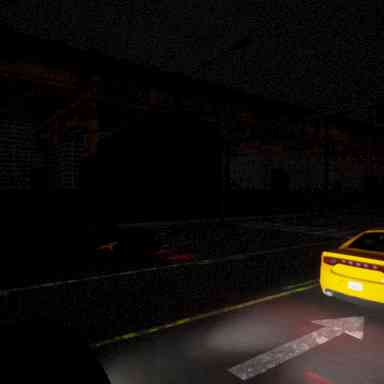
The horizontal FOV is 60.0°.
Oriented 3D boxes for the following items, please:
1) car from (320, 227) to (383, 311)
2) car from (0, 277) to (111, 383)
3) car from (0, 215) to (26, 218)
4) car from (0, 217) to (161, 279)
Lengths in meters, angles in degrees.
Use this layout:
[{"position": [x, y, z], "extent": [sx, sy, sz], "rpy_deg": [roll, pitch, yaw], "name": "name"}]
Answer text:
[{"position": [4.840, 1.476, 7.180], "extent": [5.008, 1.535, 1.882], "rpy_deg": [0, 0, -35], "name": "car"}, {"position": [-2.773, 1.601, 1.774], "extent": [4.718, 1.301, 1.895], "rpy_deg": [0, 0, -35], "name": "car"}, {"position": [-7.068, 1.547, 11.831], "extent": [5.357, 1.411, 2.033], "rpy_deg": [0, 0, -35], "name": "car"}, {"position": [-3.603, 1.547, 9.991], "extent": [5.357, 1.411, 2.033], "rpy_deg": [0, 0, -35], "name": "car"}]
